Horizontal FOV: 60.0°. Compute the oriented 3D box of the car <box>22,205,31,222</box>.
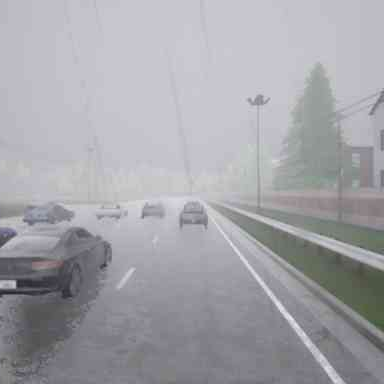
[{"bbox_3d":[-6.903,1.389,9.611,2.097,1.767,4.553,0,0,0],"label":"car"}]

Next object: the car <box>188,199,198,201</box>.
[{"bbox_3d":[0.094,1.648,41.368,2.128,1.511,4.902,0,0,0],"label":"car"}]

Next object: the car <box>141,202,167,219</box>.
[{"bbox_3d":[-3.405,1.606,30.172,2.128,1.511,4.902,0,0,0],"label":"car"}]

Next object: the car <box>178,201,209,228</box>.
[{"bbox_3d":[0.096,1.577,22.672,2.128,1.511,4.902,0,0,0],"label":"car"}]

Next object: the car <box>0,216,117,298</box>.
[{"bbox_3d":[-3.415,1.558,8.466,1.812,1.442,4.674,0,0,0],"label":"car"}]

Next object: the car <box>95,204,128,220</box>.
[{"bbox_3d":[-6.904,1.711,29.116,1.895,1.301,4.718,0,0,0],"label":"car"}]

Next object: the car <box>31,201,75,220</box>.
[{"bbox_3d":[-10.404,1.641,24.545,2.033,1.411,5.357,0,0,0],"label":"car"}]
